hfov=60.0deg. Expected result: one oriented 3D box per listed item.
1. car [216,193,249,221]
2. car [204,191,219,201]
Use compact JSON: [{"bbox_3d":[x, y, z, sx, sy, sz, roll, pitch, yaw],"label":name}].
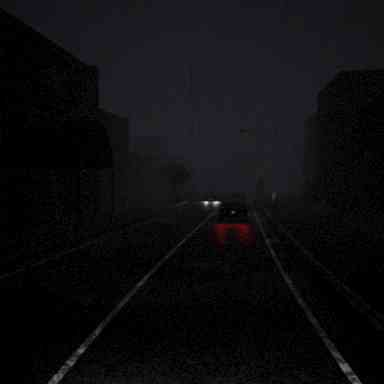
[{"bbox_3d":[3.033,1.121,23.994,1.882,1.535,5.008,1,1,8],"label":"car"},{"bbox_3d":[2.948,0.516,47.622,2.033,1.411,5.357,1,2,9],"label":"car"}]
